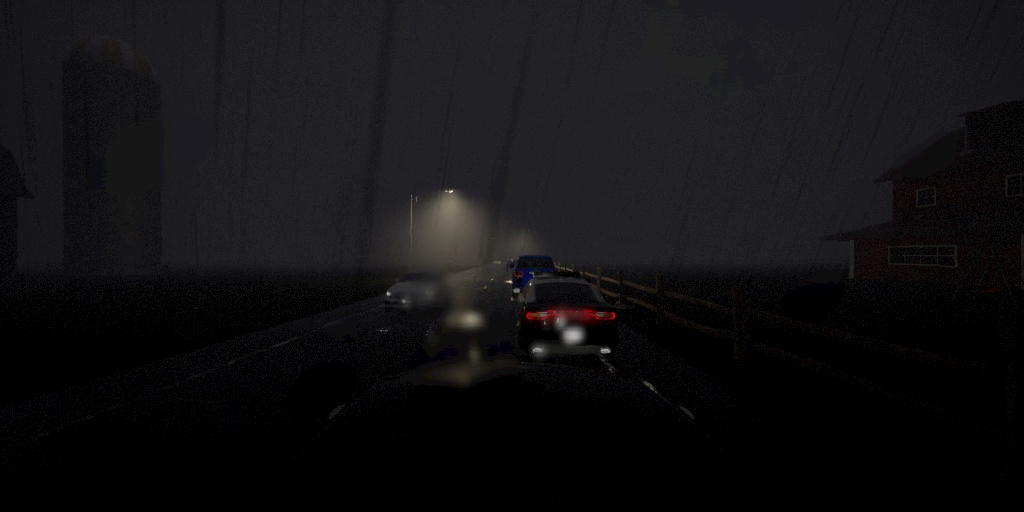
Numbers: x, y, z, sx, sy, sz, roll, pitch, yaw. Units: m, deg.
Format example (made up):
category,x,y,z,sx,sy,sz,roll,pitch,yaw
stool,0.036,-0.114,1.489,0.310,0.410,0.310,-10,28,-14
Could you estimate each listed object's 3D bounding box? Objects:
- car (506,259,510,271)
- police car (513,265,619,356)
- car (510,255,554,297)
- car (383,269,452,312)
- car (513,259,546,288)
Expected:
category,x,y,z,sx,sy,sz,roll,pitch,yaw
car,0.153,1.271,50.385,1.882,1.535,5.008,0,0,1
police car,1.067,1.175,8.771,1.930,1.638,5.238,0,0,0
car,1.088,0.978,18.693,2.150,2.045,5.566,0,0,0
car,-3.572,1.277,14.382,1.812,1.442,4.674,0,0,0
car,1.098,1.109,24.633,2.097,1.767,4.553,0,0,0
